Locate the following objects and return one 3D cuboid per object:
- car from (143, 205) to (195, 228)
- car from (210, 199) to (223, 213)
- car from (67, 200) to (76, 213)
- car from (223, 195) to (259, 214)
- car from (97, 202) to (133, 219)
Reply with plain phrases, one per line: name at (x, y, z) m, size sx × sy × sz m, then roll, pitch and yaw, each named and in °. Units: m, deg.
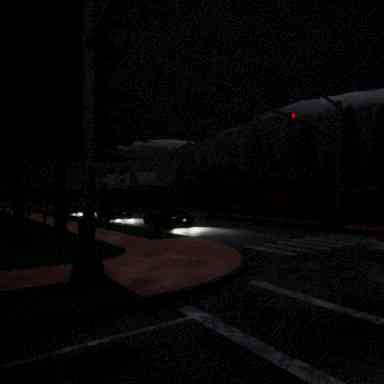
car at (-1.654, 1.609, 22.734) m, size 1.994 × 1.385 × 4.181 m, roll 0°, pitch 0°, yaw -37°
car at (3.966, 1.282, 36.195) m, size 3.866 × 1.878 × 1.905 m, roll 0°, pitch 0°, yaw -37°
car at (-12.855, 1.607, 37.718) m, size 1.994 × 1.385 × 4.181 m, roll 0°, pitch 0°, yaw -37°
car at (5.784, 1.282, 34.415) m, size 4.605 × 1.855 × 1.932 m, roll 0°, pitch 0°, yaw -37°
car at (-6.924, 1.608, 29.806) m, size 1.994 × 1.385 × 4.181 m, roll 0°, pitch 0°, yaw -37°
